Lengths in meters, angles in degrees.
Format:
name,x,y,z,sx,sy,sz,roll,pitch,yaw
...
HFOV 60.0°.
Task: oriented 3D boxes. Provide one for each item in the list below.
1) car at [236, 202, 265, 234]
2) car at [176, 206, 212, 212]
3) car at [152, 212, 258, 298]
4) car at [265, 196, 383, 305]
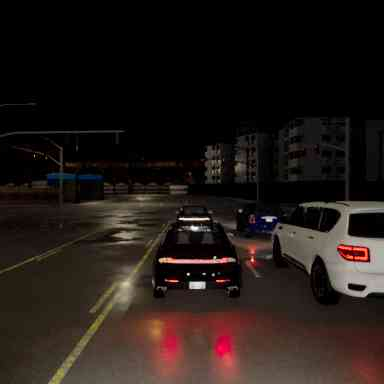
name,x,y,z,sx,sy,sz,roll,pitch,yaw
car,3.611,1.328,17.669,2.097,1.767,4.553,0,0,0
car,0.113,1.473,17.946,2.128,1.511,4.902,0,0,0
car,0.103,1.499,8.534,2.128,1.511,4.902,0,0,0
car,3.595,1.220,8.246,2.150,2.045,5.566,0,0,0
